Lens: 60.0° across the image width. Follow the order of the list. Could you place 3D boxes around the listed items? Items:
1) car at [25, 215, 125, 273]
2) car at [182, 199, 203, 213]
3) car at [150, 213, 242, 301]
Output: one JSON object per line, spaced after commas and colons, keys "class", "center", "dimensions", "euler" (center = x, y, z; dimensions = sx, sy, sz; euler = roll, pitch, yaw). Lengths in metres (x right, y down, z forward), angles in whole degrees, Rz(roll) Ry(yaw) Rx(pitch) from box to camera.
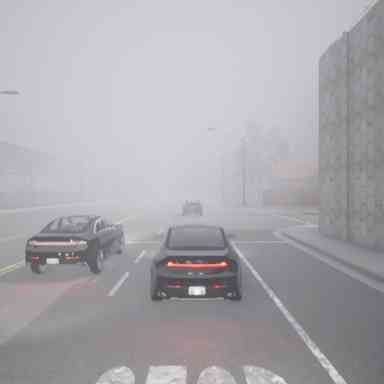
{"class": "car", "center": [-3.421, 1.483, 10.581], "dimensions": [2.128, 1.511, 4.902], "euler": [0, 0, 0]}
{"class": "car", "center": [0.034, 1.464, 32.612], "dimensions": [2.128, 1.511, 4.902], "euler": [0, 0, 0]}
{"class": "car", "center": [0.084, 1.498, 8.310], "dimensions": [1.837, 1.490, 4.892], "euler": [0, 0, 0]}
